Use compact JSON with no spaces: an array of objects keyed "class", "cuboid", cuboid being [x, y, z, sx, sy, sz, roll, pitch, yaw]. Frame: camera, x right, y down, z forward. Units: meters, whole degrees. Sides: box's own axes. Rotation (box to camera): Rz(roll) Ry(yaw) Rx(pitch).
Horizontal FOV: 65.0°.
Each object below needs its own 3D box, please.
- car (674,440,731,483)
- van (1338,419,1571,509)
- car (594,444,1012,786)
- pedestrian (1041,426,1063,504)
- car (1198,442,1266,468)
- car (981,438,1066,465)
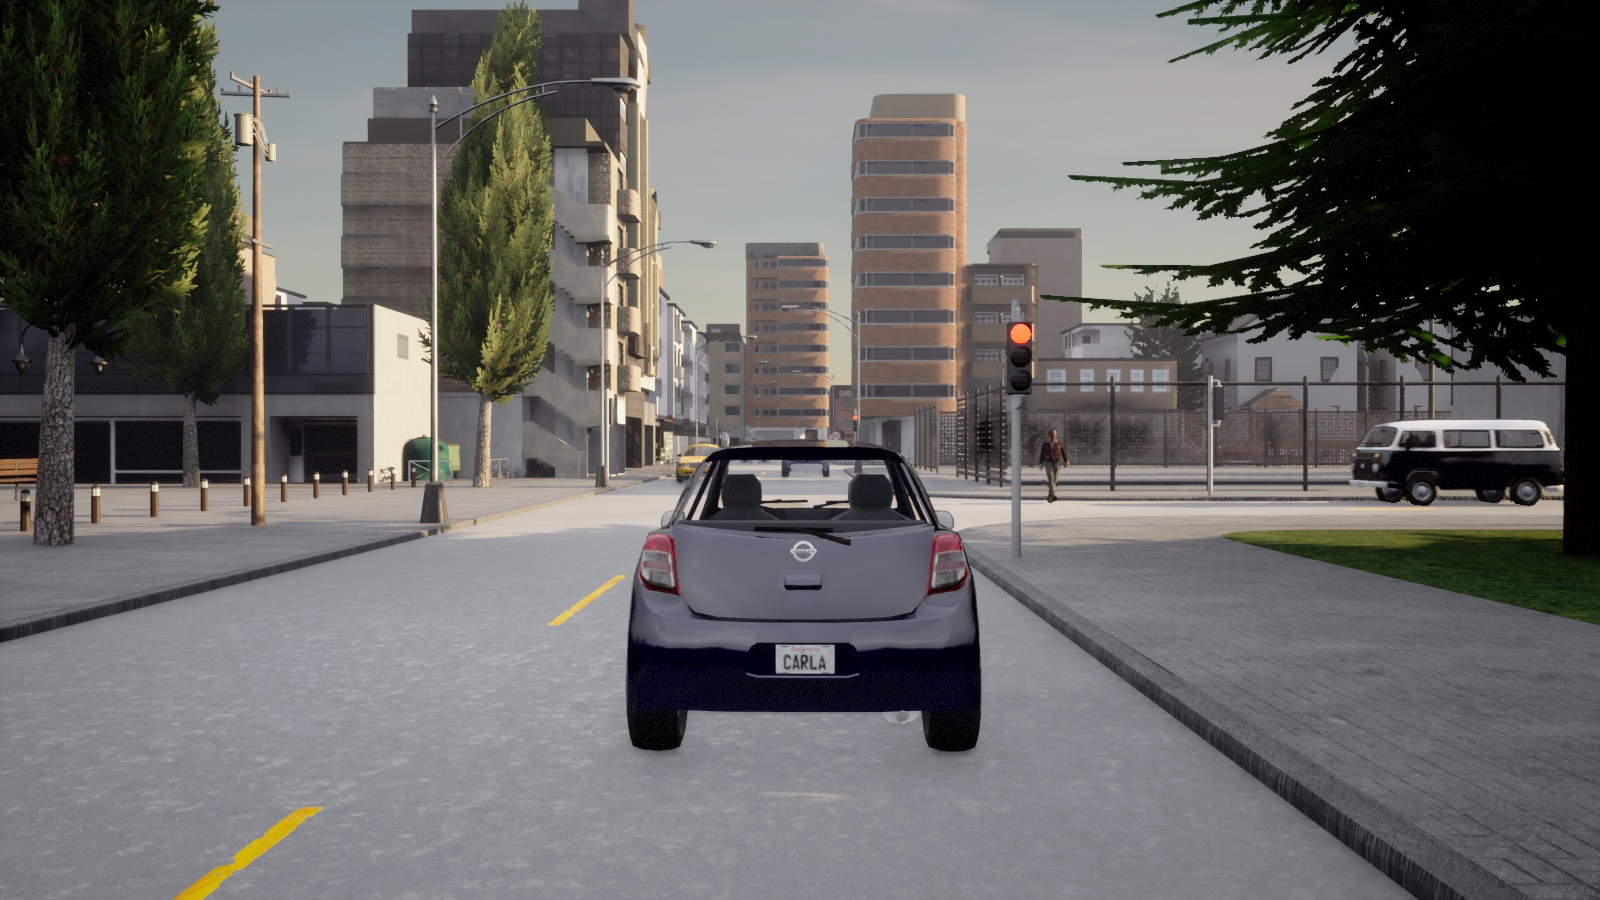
[{"class":"car","cuboid":[-3.769,0.404,49.318,1.801,1.575,5.366,0,0,0]},{"class":"van","cuboid":[15.555,0.316,30.025,4.480,2.038,2.069,0,0,0]},{"class":"car","cuboid":[0.036,0.719,7.361,1.845,1.501,3.633,0,0,1]},{"class":"pedestrian","cuboid":[6.073,0.364,30.272,0.376,1.854,0.720,0,0,0]},{"class":"car","cuboid":[27.246,0.302,79.277,3.705,1.549,1.789,0,0,0]},{"class":"car","cuboid":[14.078,0.088,79.339,5.027,1.651,2.152,0,0,0]}]
